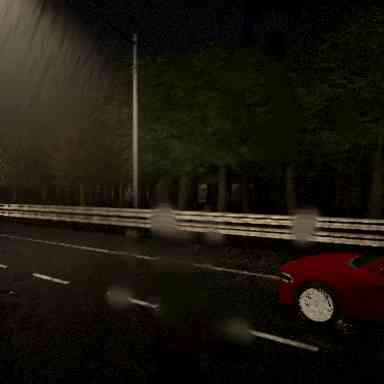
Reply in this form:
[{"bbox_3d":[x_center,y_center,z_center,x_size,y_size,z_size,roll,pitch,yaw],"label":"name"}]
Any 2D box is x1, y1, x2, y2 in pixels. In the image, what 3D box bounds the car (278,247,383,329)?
[{"bbox_3d":[3.921,1.496,5.372,5.008,1.535,1.882,0,0,35],"label":"car"}]
